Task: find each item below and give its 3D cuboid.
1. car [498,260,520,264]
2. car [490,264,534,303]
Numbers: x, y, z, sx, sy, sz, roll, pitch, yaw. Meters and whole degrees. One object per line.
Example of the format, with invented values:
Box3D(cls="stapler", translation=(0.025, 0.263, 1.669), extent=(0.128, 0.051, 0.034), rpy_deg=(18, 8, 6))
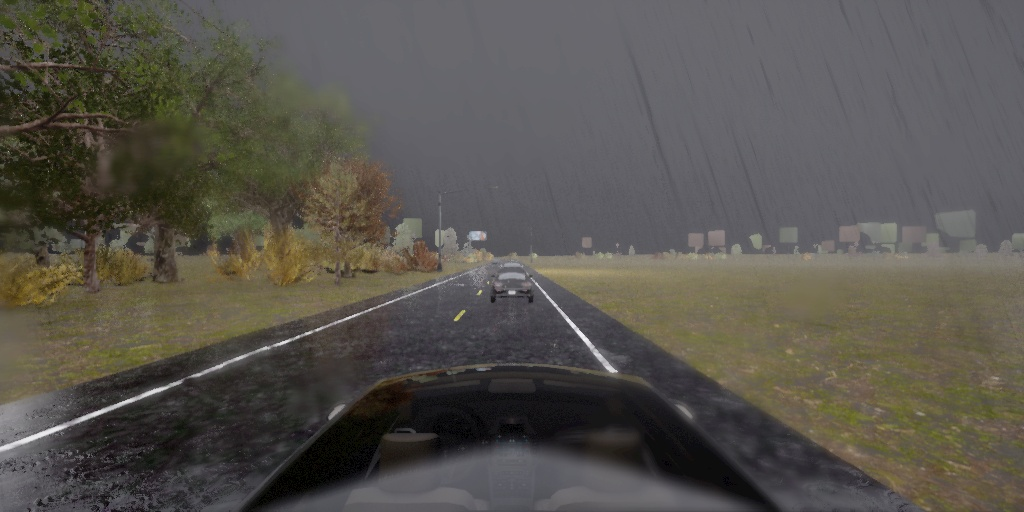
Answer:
Box3D(cls="car", translation=(0.000, 1.232, 31.500), extent=(1.882, 1.535, 5.008), rpy_deg=(0, 0, 0))
Box3D(cls="car", translation=(0.000, 1.280, 16.500), extent=(1.812, 1.442, 4.674), rpy_deg=(0, 0, 0))
